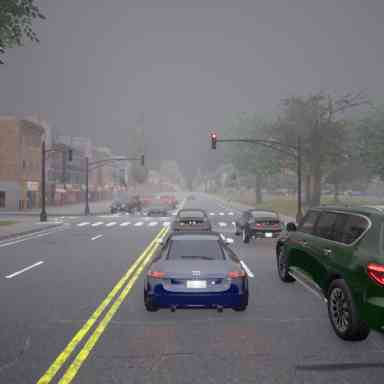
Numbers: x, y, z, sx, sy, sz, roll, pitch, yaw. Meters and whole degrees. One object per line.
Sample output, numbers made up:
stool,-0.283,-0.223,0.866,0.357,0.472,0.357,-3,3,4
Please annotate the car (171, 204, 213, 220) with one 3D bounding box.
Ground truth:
car,0.008,1.582,16.675,1.837,1.490,4.892,0,0,1

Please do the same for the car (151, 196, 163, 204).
car,-6.678,1.480,64.067,1.812,1.442,4.674,0,0,0

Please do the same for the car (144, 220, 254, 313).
car,0.065,1.583,7.787,1.994,1.385,4.181,0,0,0

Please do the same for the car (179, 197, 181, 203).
car,-3.444,1.357,58.517,2.097,1.767,4.553,0,1,0

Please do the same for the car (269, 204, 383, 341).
car,3.314,1.235,6.641,2.150,2.045,5.566,0,0,0

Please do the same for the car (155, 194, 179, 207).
car,-3.437,1.318,46.621,2.150,2.045,5.566,0,1,0

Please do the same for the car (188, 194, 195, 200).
car,-0.167,1.304,84.399,2.128,1.511,4.902,0,0,0

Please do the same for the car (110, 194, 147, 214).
car,-7.260,1.355,37.538,2.150,2.045,5.566,0,0,9

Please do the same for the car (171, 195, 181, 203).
car,-3.388,1.431,69.560,1.812,1.442,4.674,0,1,0

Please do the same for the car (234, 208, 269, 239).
car,3.262,1.581,16.503,1.837,1.490,4.892,0,0,0

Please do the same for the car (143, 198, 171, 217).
car,-3.415,1.643,33.650,1.837,1.490,4.892,0,0,0

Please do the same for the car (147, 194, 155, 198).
car,-6.690,1.290,51.024,2.150,2.045,5.566,0,0,0
